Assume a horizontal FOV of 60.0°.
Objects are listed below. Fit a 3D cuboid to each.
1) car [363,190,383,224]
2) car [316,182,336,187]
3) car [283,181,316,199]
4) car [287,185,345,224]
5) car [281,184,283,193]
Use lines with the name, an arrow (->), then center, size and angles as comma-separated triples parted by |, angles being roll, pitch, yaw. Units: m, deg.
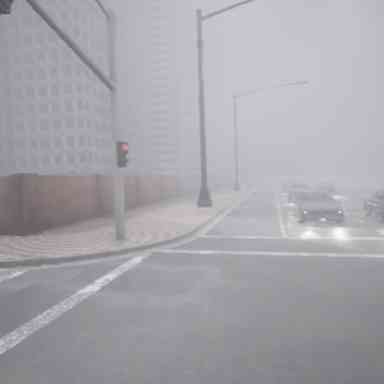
car -> 9.377, 0.587, 15.281 | 1.994, 1.385, 4.181 | -1, 3, 13
car -> 14.530, -0.458, 36.513 | 1.895, 1.301, 4.718 | -1, 3, 14
car -> 8.988, -0.016, 28.155 | 1.837, 1.490, 4.892 | -1, 2, 14
car -> 6.038, 0.628, 16.380 | 2.033, 1.411, 5.357 | -1, 3, 13
car -> 12.285, -0.680, 42.024 | 2.033, 1.411, 5.357 | -1, 3, 14
